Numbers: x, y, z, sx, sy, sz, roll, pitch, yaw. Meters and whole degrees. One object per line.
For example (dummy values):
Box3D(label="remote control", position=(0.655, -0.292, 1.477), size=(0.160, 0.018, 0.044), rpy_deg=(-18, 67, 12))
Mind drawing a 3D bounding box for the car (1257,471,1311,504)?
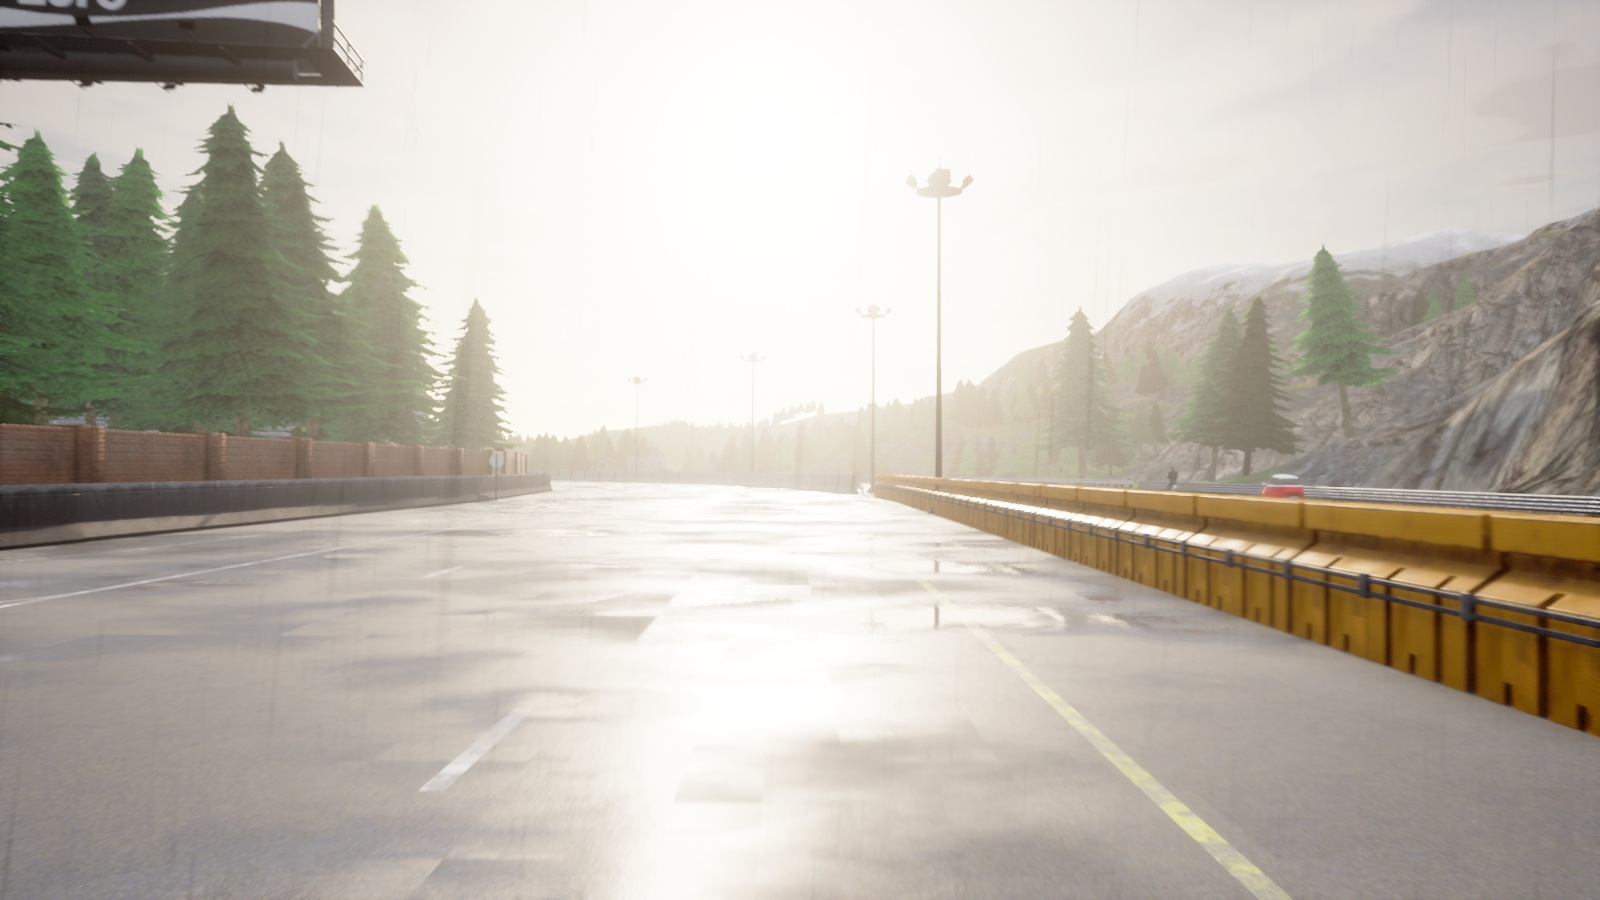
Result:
Box3D(label="car", position=(20.894, 1.591, 54.257), size=(1.481, 1.376, 2.207), rpy_deg=(0, -1, 0))
